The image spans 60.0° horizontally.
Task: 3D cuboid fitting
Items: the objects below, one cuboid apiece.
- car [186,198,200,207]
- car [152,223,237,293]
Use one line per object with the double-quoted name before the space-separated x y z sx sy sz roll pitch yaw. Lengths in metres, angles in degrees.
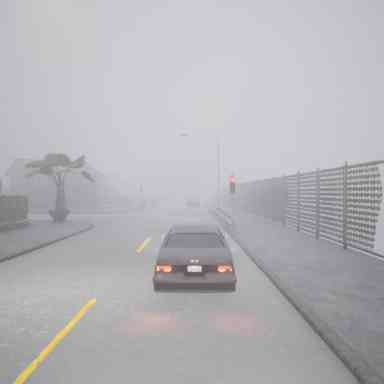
"car" 0.152 1.562 50.266 1.994 1.385 4.181 0 0 0
"car" 0.072 1.547 8.994 2.033 1.411 5.357 0 0 1
